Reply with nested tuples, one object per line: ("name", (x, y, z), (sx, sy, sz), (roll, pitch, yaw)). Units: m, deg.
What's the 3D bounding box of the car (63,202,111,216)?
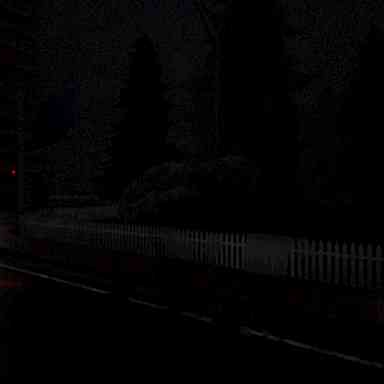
("car", (-9.784, 1.477, 31.448), (2.033, 1.411, 5.357), (0, 0, 20))
